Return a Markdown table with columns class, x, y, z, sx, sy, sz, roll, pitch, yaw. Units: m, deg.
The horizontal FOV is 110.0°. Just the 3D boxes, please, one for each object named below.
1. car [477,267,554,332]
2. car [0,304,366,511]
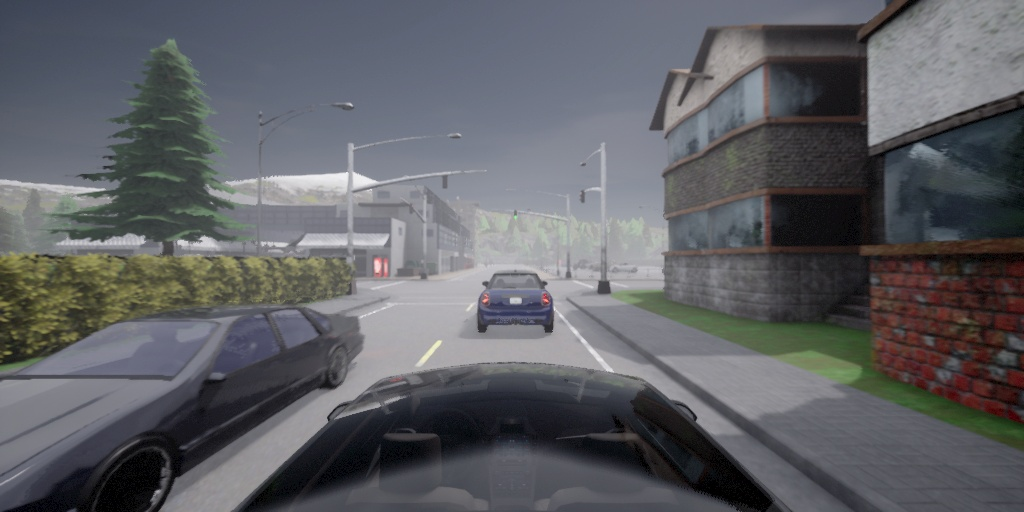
| class | x | y | z | sx | sy | sz | roll | pitch | yaw |
| --- | --- | --- | --- | --- | --- | --- | --- | --- | --- |
| car | 0.096 | 1.217 | 11.498 | 2.097 | 1.767 | 4.553 | 0 | -1 | 0 |
| car | -3.580 | 1.327 | 4.231 | 2.033 | 1.411 | 5.357 | 0 | -1 | 0 |
